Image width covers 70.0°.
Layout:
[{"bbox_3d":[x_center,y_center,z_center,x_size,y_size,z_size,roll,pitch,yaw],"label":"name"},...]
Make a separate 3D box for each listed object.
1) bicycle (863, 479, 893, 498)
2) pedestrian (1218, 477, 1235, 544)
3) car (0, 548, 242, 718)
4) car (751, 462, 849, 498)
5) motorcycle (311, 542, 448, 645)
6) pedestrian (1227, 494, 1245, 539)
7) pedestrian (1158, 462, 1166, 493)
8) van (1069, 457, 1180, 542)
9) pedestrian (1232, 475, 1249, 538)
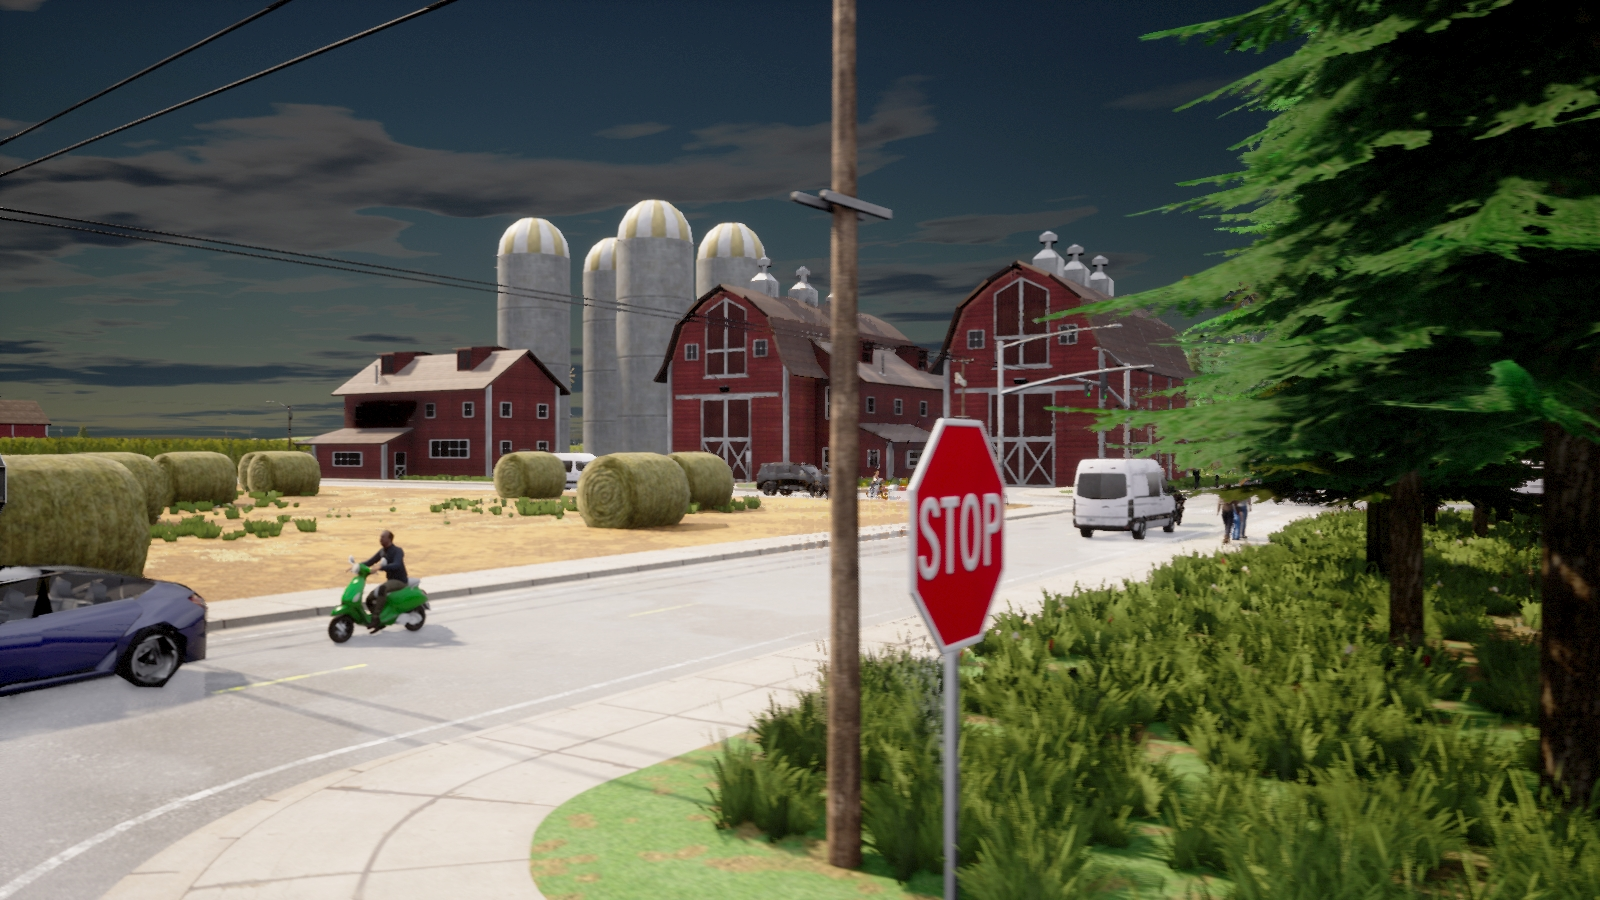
[{"bbox_3d":[4.524,2.218,65.992,1.487,1.080,0.859,0,0,31],"label":"bicycle"},{"bbox_3d":[11.964,1.694,32.056,0.375,1.860,0.375,0,0,30],"label":"pedestrian"},{"bbox_3d":[-9.137,2.059,12.791,2.163,1.488,4.792,0,0,31],"label":"car"},{"bbox_3d":[-0.023,1.750,68.754,5.566,2.045,2.150,0,0,31],"label":"car"},{"bbox_3d":[-6.354,2.141,17.357,0.856,1.316,1.805,0,0,32],"label":"motorcycle"},{"bbox_3d":[12.917,1.975,33.868,0.375,1.300,0.375,0,0,-44],"label":"pedestrian"},{"bbox_3d":[22.267,1.696,70.313,0.375,1.860,0.375,0,0,40],"label":"pedestrian"},{"bbox_3d":[10.917,1.534,38.067,1.988,2.561,5.915,0,0,32],"label":"van"},{"bbox_3d":[13.296,1.693,34.471,0.375,1.860,0.375,0,0,43],"label":"pedestrian"}]
